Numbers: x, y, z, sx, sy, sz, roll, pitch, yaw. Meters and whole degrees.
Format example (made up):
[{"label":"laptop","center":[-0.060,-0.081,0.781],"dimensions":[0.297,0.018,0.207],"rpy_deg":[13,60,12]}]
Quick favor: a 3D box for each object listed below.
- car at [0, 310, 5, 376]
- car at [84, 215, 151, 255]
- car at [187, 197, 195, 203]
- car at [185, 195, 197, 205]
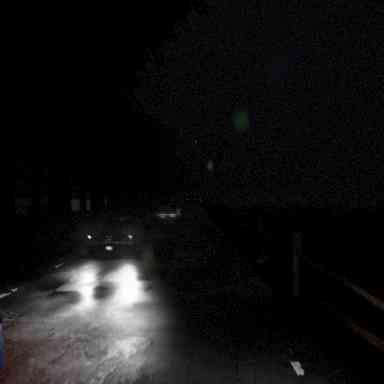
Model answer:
[{"label":"car","center":[-2.847,1.486,1.357],"dimensions":[1.882,1.535,5.008],"rpy_deg":[0,0,0]},{"label":"car","center":[-2.883,1.668,13.789],"dimensions":[1.895,1.301,4.718],"rpy_deg":[0,0,0]},{"label":"car","center":[-0.259,1.959,80.316],"dimensions":[1.837,1.490,4.892],"rpy_deg":[0,-1,0]},{"label":"car","center":[-0.224,1.746,69.596],"dimensions":[2.150,2.045,5.566],"rpy_deg":[0,-1,0]}]
